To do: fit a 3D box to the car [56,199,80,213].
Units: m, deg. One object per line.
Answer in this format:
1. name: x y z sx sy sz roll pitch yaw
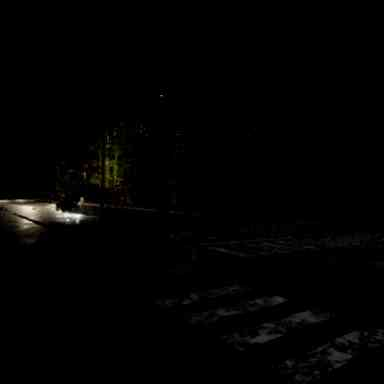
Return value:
1. car: -14.413 1.606 38.511 2.128 1.511 4.902 2 -1 -35
